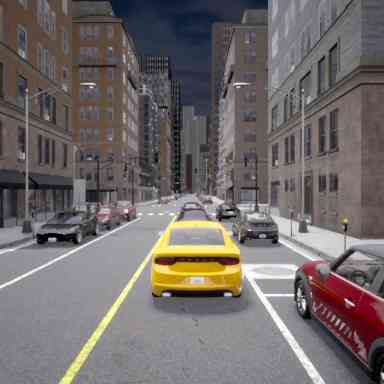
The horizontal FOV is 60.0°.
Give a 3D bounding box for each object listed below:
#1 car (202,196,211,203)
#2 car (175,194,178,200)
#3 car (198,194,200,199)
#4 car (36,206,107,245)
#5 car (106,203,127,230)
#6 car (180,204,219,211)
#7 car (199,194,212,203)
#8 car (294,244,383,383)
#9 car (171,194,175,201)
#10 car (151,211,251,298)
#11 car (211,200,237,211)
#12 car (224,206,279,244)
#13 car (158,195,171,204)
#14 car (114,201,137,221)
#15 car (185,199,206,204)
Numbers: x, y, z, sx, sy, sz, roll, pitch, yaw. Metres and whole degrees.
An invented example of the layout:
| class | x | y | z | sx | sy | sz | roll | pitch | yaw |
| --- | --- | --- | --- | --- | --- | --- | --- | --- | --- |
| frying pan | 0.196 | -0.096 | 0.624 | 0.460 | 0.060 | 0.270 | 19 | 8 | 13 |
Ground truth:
| class | x | y | z | sx | sy | sz | roll | pitch | yaw |
| --- | --- | --- | --- | --- | --- | --- | --- | --- | --- |
| car | 2.932 | 1.578 | 69.336 | 1.752 | 1.417 | 4.829 | 0 | 0 | 0 |
| car | -5.544 | 1.636 | 90.647 | 1.752 | 1.417 | 4.829 | 0 | 0 | 0 |
| car | 2.945 | 1.615 | 74.575 | 2.008 | 1.369 | 4.403 | 0 | 0 | 0 |
| car | -5.662 | 1.567 | 15.668 | 1.947 | 1.339 | 4.313 | 0 | 0 | 0 |
| car | -5.660 | 1.584 | 21.170 | 1.802 | 1.307 | 4.206 | 0 | 0 | 0 |
| car | 0.115 | 1.565 | 17.585 | 1.994 | 1.385 | 4.181 | 0 | 0 | 0 |
| car | 2.919 | 1.483 | 63.757 | 1.967 | 1.590 | 4.097 | 0 | 0 | 0 |
| car | 2.858 | 1.440 | 4.662 | 1.967 | 1.590 | 4.097 | 0 | 0 | 0 |
| car | -5.580 | 1.615 | 74.591 | 2.008 | 1.369 | 4.403 | 0 | 0 | 0 |
| car | 0.098 | 1.478 | 8.591 | 1.882 | 1.535 | 5.008 | 0 | 0 | 0 |
| car | 2.868 | 1.569 | 26.667 | 1.947 | 1.339 | 4.313 | 0 | 0 | 0 |
| car | 2.863 | 1.551 | 15.664 | 2.008 | 1.369 | 4.403 | 0 | 0 | 0 |
| car | -5.605 | 1.625 | 63.774 | 1.802 | 1.307 | 4.206 | 0 | 0 | 0 |
| car | -5.657 | 1.443 | 26.671 | 1.967 | 1.590 | 4.097 | 0 | 0 | 0 |
| car | 0.012 | 1.529 | 26.396 | 1.812 | 1.442 | 4.674 | 0 | 0 | 2 |
